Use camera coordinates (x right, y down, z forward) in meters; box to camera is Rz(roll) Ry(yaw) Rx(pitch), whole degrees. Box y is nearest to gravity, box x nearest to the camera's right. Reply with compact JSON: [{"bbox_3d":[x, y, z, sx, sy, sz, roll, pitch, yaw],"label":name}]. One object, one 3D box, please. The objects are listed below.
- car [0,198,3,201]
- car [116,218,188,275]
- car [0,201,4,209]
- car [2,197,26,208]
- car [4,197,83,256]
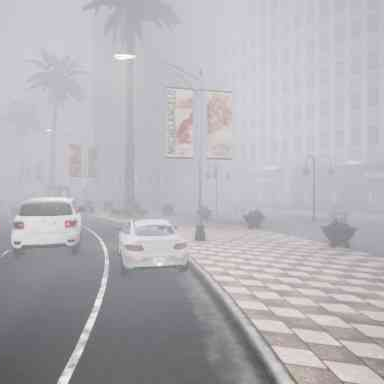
[{"bbox_3d":[-25.992,1.457,43.733,1.882,1.535,5.008,0,0,-38],"label":"car"},{"bbox_3d":[-1.355,1.525,10.430,1.812,1.442,4.674,0,0,-14],"label":"car"},{"bbox_3d":[-15.085,1.536,24.033,2.033,1.411,5.357,0,0,-35],"label":"car"},{"bbox_3d":[-25.899,1.461,48.418,2.231,1.521,4.892,0,0,-39],"label":"car"},{"bbox_3d":[-5.621,1.221,13.346,2.150,2.045,5.566,0,0,-18],"label":"car"}]
